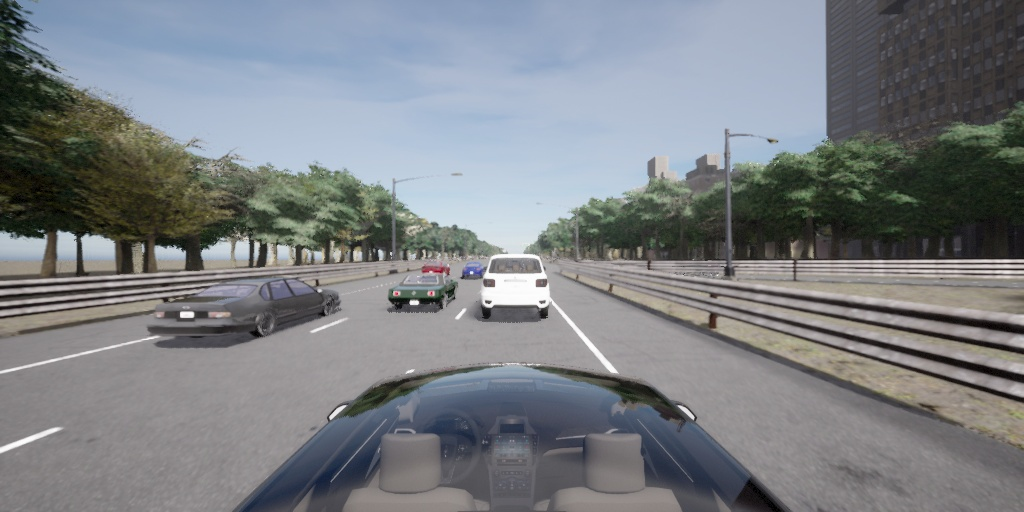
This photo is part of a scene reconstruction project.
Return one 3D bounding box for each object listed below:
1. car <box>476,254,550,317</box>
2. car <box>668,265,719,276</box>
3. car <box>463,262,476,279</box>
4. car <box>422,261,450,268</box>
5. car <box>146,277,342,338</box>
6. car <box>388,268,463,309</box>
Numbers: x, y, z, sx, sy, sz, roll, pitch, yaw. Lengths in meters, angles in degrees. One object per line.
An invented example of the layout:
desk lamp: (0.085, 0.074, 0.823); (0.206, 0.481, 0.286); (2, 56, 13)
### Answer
car: (0.100, 0.963, 13.166); (2.150, 2.045, 5.566); (0, 0, 0)
car: (16.546, 1.049, 32.814); (1.812, 1.442, 4.674); (0, -1, -29)
car: (-3.403, 1.237, 32.493); (1.812, 1.442, 4.674); (0, 0, 0)
car: (-6.898, 1.187, 32.932); (1.882, 1.535, 5.008); (0, 0, 0)
car: (-6.902, 1.292, 10.122); (2.033, 1.411, 5.357); (0, 0, 0)
car: (-3.400, 1.342, 14.739); (1.895, 1.301, 4.718); (0, 0, 0)
